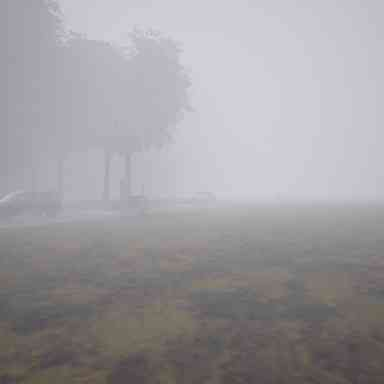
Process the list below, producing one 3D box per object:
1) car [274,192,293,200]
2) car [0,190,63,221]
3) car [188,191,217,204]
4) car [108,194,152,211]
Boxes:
[{"bbox_3d":[16.530,0.670,59.667,1.895,1.301,4.718,1,1,36],"label":"car"},{"bbox_3d":[-12.317,0.923,24.568,2.150,2.045,5.566,1,2,34],"label":"car"},{"bbox_3d":[1.423,0.660,43.675,2.097,1.767,4.553,1,1,36],"label":"car"},{"bbox_3d":[-6.109,1.018,33.235,1.837,1.490,4.892,1,1,36],"label":"car"}]
